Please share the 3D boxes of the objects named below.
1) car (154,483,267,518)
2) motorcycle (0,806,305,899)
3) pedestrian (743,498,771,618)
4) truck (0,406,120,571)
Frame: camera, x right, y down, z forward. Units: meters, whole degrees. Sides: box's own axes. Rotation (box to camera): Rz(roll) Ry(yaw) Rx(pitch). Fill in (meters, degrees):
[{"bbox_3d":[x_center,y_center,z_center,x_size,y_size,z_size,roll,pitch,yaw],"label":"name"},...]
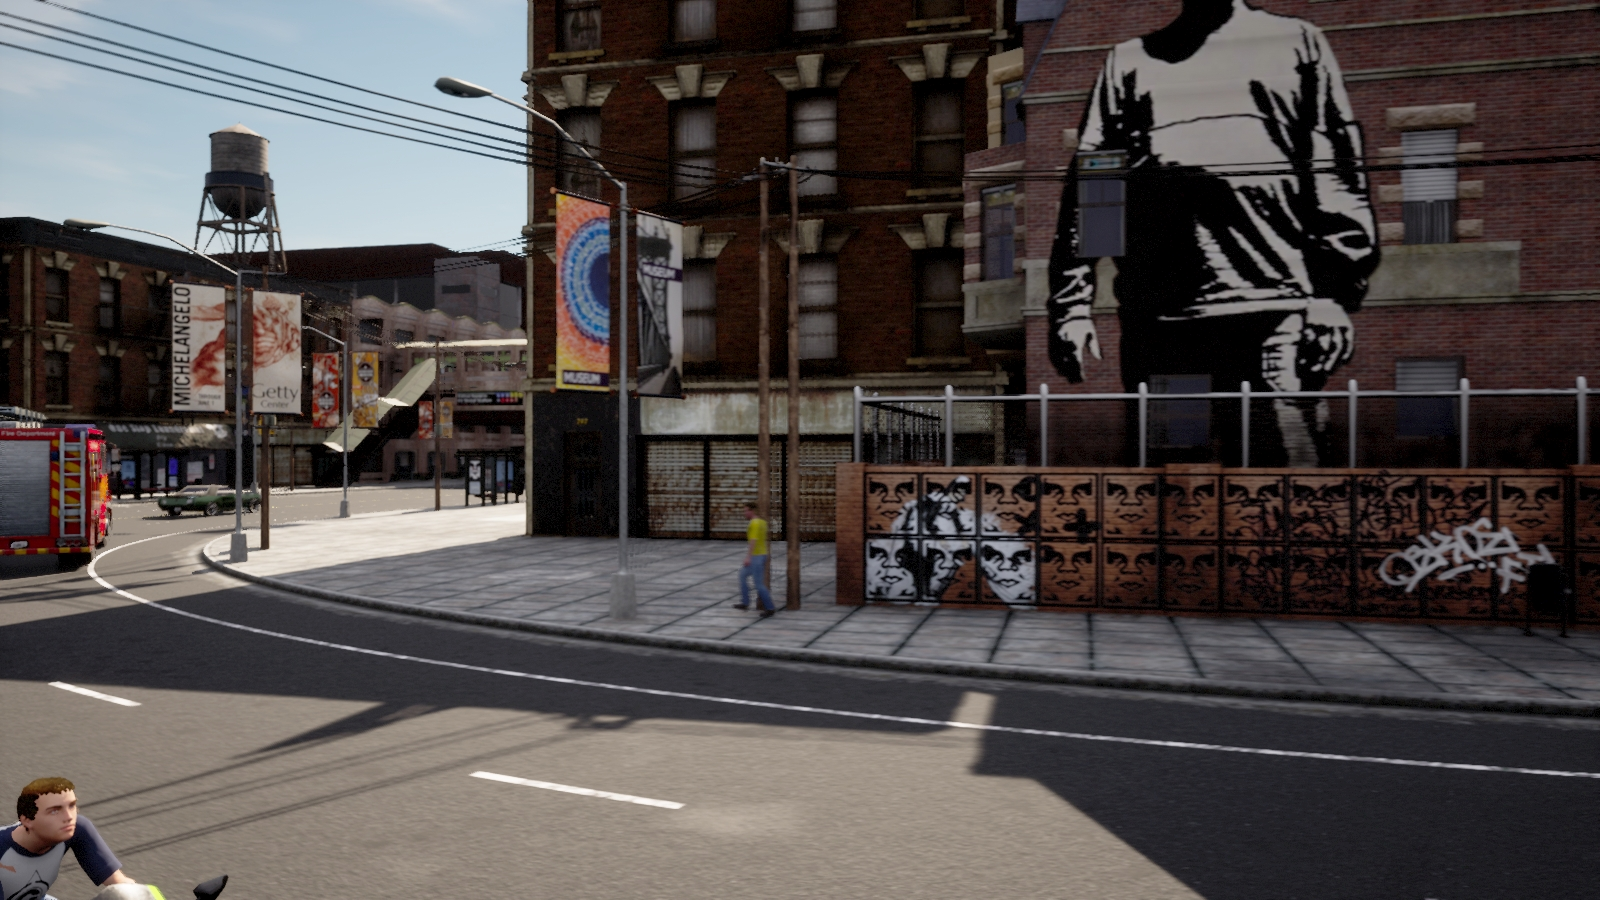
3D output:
[{"bbox_3d":[-25.519,2.174,49.663,1.895,1.301,4.718,0,0,9],"label":"car"},{"bbox_3d":[-3.029,2.215,4.521,2.033,1.145,0.803,0,-1,25],"label":"motorcycle"},{"bbox_3d":[-0.682,1.705,18.173,0.375,1.860,0.375,0,0,11],"label":"pedestrian"},{"bbox_3d":[-20.084,0.901,30.540,2.891,3.827,8.468,0,0,-28],"label":"truck"}]
